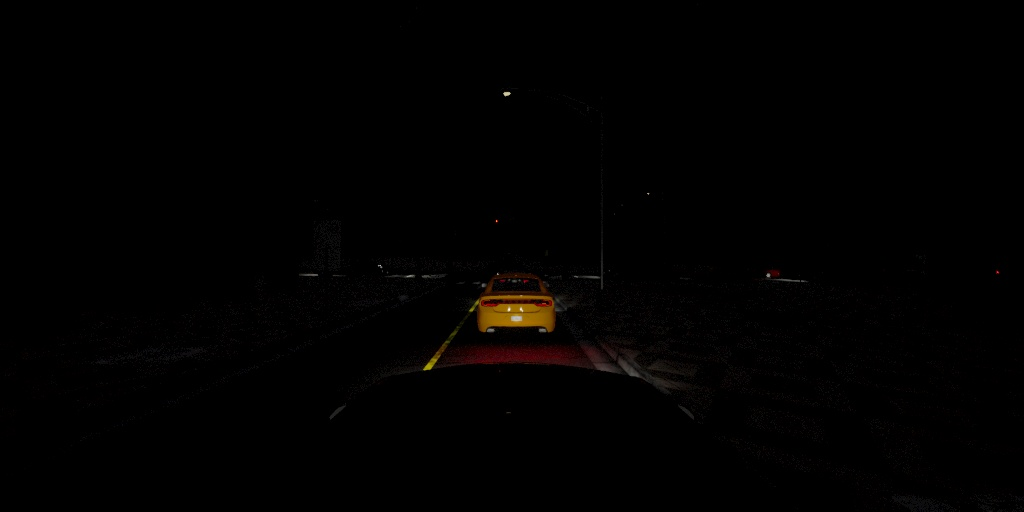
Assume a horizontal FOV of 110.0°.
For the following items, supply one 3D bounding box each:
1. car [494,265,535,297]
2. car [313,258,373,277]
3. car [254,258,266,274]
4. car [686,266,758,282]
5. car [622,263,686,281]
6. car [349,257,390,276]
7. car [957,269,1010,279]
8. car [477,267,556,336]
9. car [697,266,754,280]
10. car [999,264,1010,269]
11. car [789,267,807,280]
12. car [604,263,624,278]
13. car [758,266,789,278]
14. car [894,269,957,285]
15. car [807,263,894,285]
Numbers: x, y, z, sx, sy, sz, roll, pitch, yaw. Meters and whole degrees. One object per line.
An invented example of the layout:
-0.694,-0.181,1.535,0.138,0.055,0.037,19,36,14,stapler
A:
0.114,1.297,20.211,2.033,1.411,5.357,0,0,0,car
-14.760,1.116,30.863,4.403,1.370,2.007,0,0,0,car
-23.875,0.930,33.630,4.902,1.511,2.128,1,0,0,car
17.960,1.571,30.932,4.829,1.417,1.751,0,0,0,car
12.147,1.524,30.936,4.313,1.339,1.948,0,0,0,car
-13.877,0.929,33.575,4.553,1.767,2.097,1,0,1,car
40.371,1.995,30.912,4.207,1.307,1.802,0,0,0,car
0.105,1.227,10.385,1.882,1.535,5.008,0,0,0,car
21.824,1.706,36.786,4.718,1.301,1.895,1,0,0,car
48.972,1.779,33.564,5.566,2.045,2.150,1,0,0,car
31.890,1.773,36.768,4.892,1.490,1.837,1,0,0,car
11.907,1.456,36.794,4.892,1.490,1.837,1,0,0,car
29.092,1.766,39.447,4.507,1.381,1.888,0,0,0,car
34.720,1.864,30.917,4.507,1.381,1.888,0,0,0,car
29.077,1.540,30.922,5.009,1.841,2.192,0,0,0,car
